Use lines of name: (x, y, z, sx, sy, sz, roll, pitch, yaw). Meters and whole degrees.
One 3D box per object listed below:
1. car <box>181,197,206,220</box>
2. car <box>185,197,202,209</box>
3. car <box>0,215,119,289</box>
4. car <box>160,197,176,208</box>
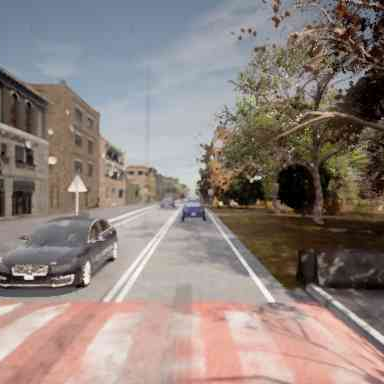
car: (0.127, 1.427, 26.483, 1.812, 1.442, 4.674, 0, 0, 0)
car: (0.187, 1.426, 44.522, 2.128, 1.511, 4.902, 0, 0, 0)
car: (-3.333, 1.467, 9.221, 1.837, 1.490, 4.892, 0, 1, 0)
car: (-3.242, 1.466, 45.618, 1.812, 1.442, 4.674, 0, 0, 0)
